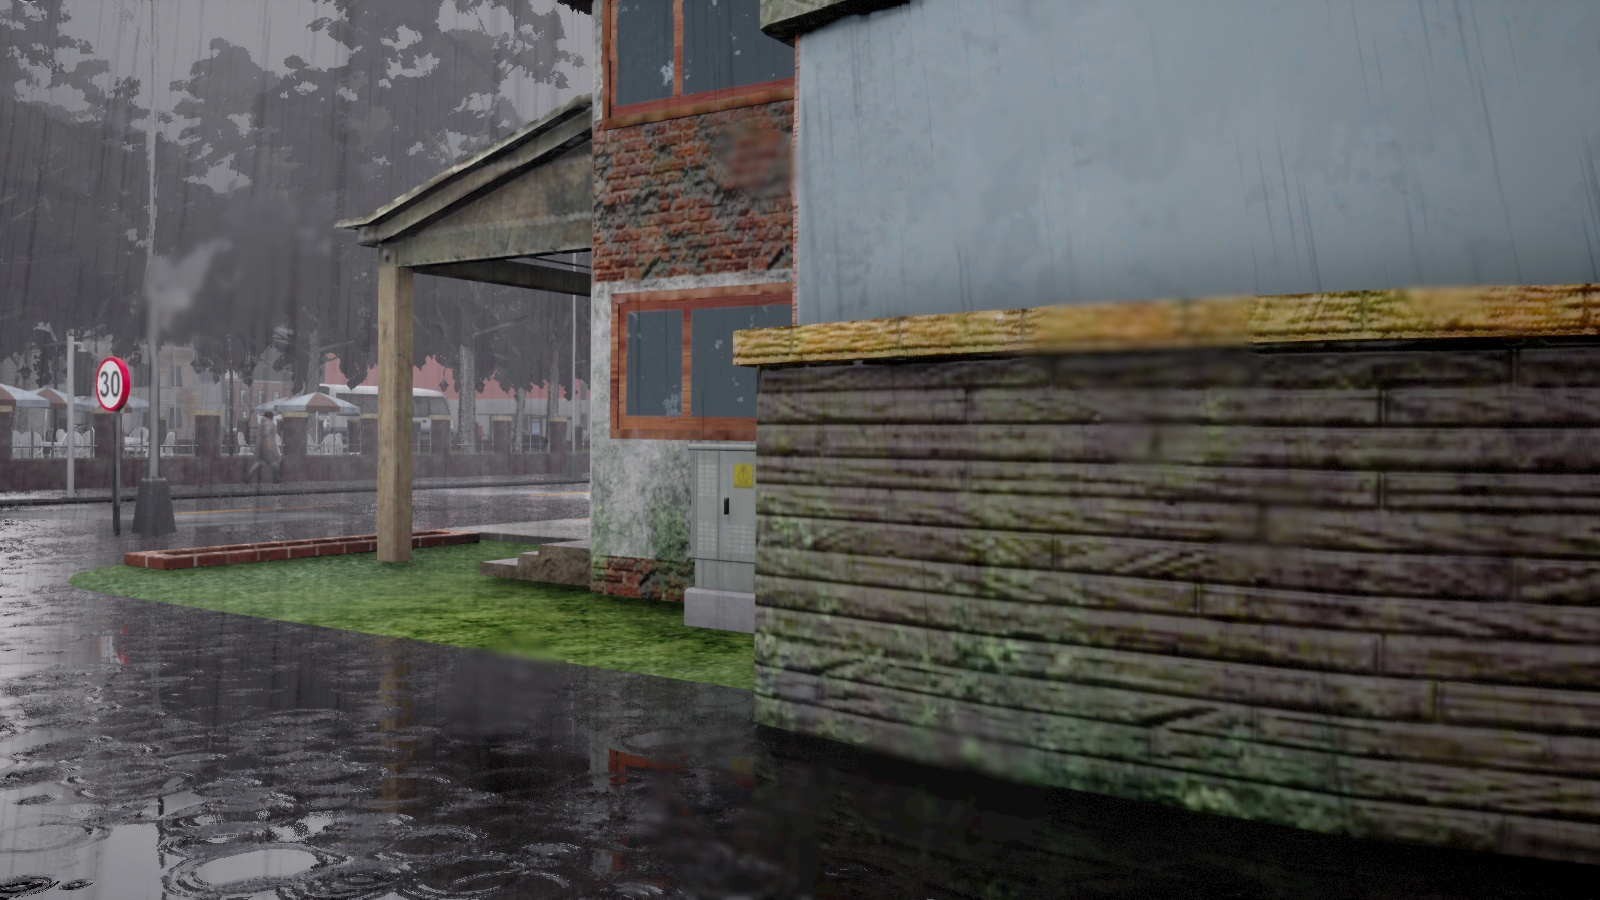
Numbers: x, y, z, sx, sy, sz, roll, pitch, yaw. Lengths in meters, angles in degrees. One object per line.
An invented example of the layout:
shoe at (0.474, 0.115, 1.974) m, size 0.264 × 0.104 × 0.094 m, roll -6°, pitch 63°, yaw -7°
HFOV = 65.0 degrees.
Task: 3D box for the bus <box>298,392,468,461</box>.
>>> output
bus at (-27.106, -1.524, 82.317) m, size 3.944 × 4.253 × 10.273 m, roll 0°, pitch 1°, yaw 33°

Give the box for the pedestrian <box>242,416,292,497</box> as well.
pedestrian at (-13.059, 0.139, 30.786) m, size 0.659 × 1.952 × 0.873 m, roll 0°, pitch 1°, yaw 35°

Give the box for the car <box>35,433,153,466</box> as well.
car at (-37.408, -0.062, 66.681) m, size 2.152 × 1.651 × 5.027 m, roll 0°, pitch 1°, yaw 33°

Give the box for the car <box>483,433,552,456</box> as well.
car at (-20.658, -0.409, 92.079) m, size 2.033 × 1.649 × 4.856 m, roll 0°, pitch 1°, yaw 33°
